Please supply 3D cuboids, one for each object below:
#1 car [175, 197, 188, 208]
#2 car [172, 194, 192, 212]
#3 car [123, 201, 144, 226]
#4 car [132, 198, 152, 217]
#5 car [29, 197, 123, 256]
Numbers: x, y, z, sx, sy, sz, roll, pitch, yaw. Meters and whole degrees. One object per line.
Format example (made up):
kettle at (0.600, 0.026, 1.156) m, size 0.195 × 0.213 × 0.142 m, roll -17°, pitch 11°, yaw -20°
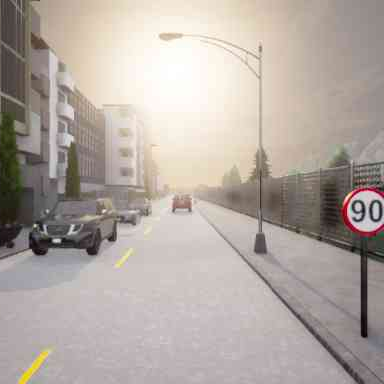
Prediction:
car at (-1.564, 1.528, 49.219) m, size 1.882 × 1.535 × 5.008 m, roll 0°, pitch 0°, yaw -1°
car at (-1.184, 1.262, 38.929) m, size 2.150 × 2.045 × 5.566 m, roll 0°, pitch 0°, yaw -2°
car at (-4.778, 1.588, 23.384) m, size 1.994 × 1.385 × 4.181 m, roll 0°, pitch 0°, yaw -2°
car at (-5.087, 1.385, 32.039) m, size 2.097 × 1.767 × 4.553 m, roll 0°, pitch 0°, yaw -1°
car at (-4.504, 1.236, 13.598) m, size 2.150 × 2.045 × 5.566 m, roll 0°, pitch 0°, yaw -2°
